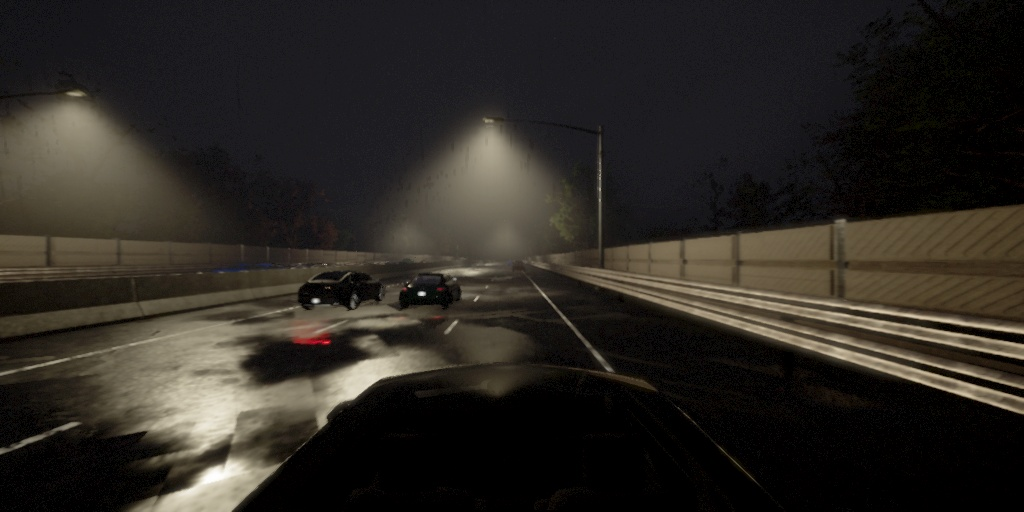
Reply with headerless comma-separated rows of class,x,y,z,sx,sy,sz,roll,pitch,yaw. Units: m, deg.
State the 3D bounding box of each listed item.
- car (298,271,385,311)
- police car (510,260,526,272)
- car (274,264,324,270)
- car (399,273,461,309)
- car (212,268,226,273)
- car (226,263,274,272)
car,-6.906,1.348,15.041,1.837,1.490,4.892,0,0,0
police car,1.024,1.547,53.639,1.930,1.638,5.238,0,0,0
car,-17.602,1.446,30.830,2.128,1.511,4.902,0,0,0
car,-3.407,1.411,15.550,1.994,1.385,4.181,0,0,0
car,-24.593,1.443,32.477,1.882,1.535,5.008,0,-1,0
car,-21.101,1.428,30.357,1.882,1.535,5.008,0,0,0
